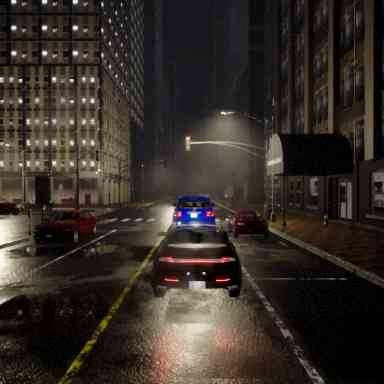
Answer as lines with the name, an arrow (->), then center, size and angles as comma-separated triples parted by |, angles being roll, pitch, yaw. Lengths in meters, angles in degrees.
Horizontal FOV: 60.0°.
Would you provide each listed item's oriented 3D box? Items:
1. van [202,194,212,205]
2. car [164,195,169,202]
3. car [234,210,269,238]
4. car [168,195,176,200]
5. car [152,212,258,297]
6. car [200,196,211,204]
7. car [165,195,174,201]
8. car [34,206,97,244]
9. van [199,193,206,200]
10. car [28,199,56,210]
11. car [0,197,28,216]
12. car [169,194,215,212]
van -> 2.708, 1.326, 60.731 | 1.690, 1.788, 3.998 | 0, 0, 0
car -> -5.665, 1.521, 77.825 | 1.887, 1.381, 4.507 | 0, 0, 0
car -> 2.821, 1.579, 17.138 | 1.802, 1.307, 4.206 | 0, 0, 0
car -> -5.658, 1.529, 94.915 | 1.947, 1.339, 4.313 | 0, 0, 0
car -> 0.102, 1.490, 8.538 | 2.128, 1.511, 4.902 | 0, 0, 0
car -> 2.711, 1.533, 66.427 | 2.008, 1.369, 4.403 | 0, 0, 0
car -> -5.662, 1.538, 83.522 | 1.947, 1.339, 4.313 | 0, 0, 0
car -> -5.819, 1.542, 15.765 | 1.887, 1.381, 4.507 | 0, 0, 0
van -> 2.719, 1.309, 89.214 | 1.690, 1.788, 3.998 | 0, 0, 0
car -> -18.507, 1.497, 39.491 | 4.403, 1.369, 2.008 | 0, 0, 1
car -> -18.597, 1.307, 31.109 | 5.009, 1.841, 2.192 | 0, 0, 1
car -> 0.096, 1.218, 18.457 | 2.150, 2.045, 5.566 | 0, 0, 0
